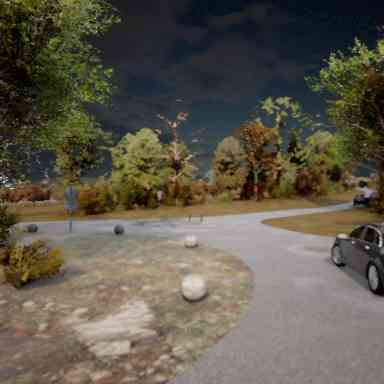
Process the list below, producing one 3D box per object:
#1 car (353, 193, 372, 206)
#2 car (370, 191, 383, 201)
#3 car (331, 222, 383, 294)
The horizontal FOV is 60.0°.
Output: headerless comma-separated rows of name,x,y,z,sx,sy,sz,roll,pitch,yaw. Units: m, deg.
car,31.576,1.453,61.769,2.150,2.045,5.566,-1,0,38
car,42.180,0.939,76.083,2.150,2.045,5.566,0,2,34
car,5.199,1.557,8.791,1.837,1.490,4.892,0,0,8
